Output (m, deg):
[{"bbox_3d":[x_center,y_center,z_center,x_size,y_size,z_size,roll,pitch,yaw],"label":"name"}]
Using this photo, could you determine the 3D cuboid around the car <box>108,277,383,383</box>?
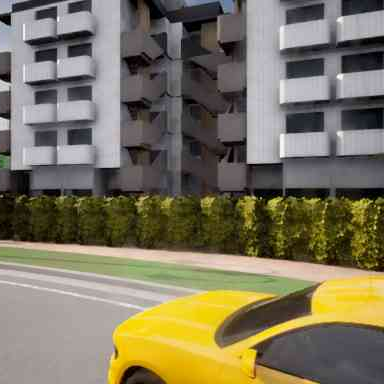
[{"bbox_3d":[1.483,1.478,2.631,5.008,1.535,1.882,0,0,35],"label":"car"}]
